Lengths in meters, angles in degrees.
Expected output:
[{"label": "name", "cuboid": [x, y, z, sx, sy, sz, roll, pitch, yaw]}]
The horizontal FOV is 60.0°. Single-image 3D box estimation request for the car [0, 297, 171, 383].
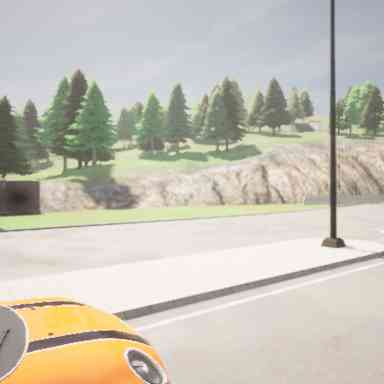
[{"label": "car", "cuboid": [-2.331, 1.358, 2.084, 4.553, 1.767, 2.097, -1, 0, -35]}]
